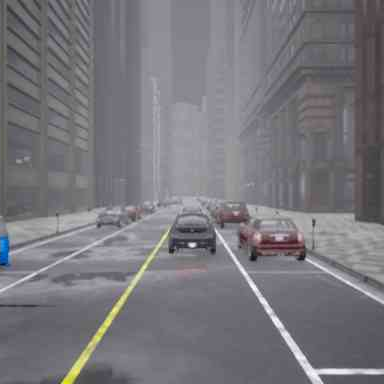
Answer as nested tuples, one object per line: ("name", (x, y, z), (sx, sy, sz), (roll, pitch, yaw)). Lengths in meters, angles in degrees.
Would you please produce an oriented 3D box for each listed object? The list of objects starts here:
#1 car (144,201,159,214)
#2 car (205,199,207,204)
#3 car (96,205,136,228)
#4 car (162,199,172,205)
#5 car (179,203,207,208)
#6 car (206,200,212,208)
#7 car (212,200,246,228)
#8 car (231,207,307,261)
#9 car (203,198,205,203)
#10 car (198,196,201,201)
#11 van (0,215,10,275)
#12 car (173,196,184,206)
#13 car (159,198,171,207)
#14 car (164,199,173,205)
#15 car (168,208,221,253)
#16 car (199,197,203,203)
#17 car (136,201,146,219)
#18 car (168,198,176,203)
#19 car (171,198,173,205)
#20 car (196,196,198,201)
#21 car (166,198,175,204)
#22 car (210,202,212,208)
("car", (-5.629, 1.835, 40.926), (1.967, 1.590, 4.097), (-1, -1, 0))
("car", (3.205, 1.985, 47.836), (1.812, 1.442, 4.674), (0, -1, 0))
("car", (-5.648, 1.784, 24.052), (2.008, 1.369, 4.403), (-1, -1, 0))
("car", (-5.588, 2.252, 74.672), (1.887, 1.381, 4.507), (-1, -1, 0))
("car", (0.036, 1.883, 29.087), (1.895, 1.301, 4.718), (0, -1, 0))
("car", (2.889, 1.781, 35.299), (1.967, 1.590, 4.097), (-1, -1, 0))
("car", (2.875, 1.548, 24.052), (2.192, 1.841, 5.009), (-1, -1, 0))
("car", (2.862, 1.565, 12.803), (1.967, 1.590, 4.097), (-1, -1, 0))
("car", (3.213, 2.051, 54.836), (1.812, 1.442, 4.674), (0, -1, 0))
("car", (2.945, 2.283, 80.463), (1.752, 1.417, 4.829), (-1, 0, 0))
("van", (-5.671, 1.412, 7.181), (1.690, 1.788, 3.998), (-1, -1, 0))
("car", (-2.916, 2.212, 70.961), (2.033, 1.411, 5.357), (0, -1, 0))
("car", (-5.601, 2.171, 63.422), (1.947, 1.339, 4.313), (-1, -1, 0))
("car", (-5.581, 2.301, 80.297), (1.887, 1.381, 4.507), (-1, -1, 0))
("car", (0.021, 1.648, 14.281), (1.837, 1.490, 4.892), (0, 0, 0))
("car", (2.931, 2.239, 69.043), (1.802, 1.307, 4.206), (-1, -1, 0))
("car", (-5.641, 1.832, 29.677), (1.887, 1.381, 4.507), (-1, -1, 0))
("car", (-5.568, 2.404, 91.545), (2.008, 1.369, 4.403), (-1, 0, 0))
("car", (-5.595, 2.201, 69.048), (1.887, 1.381, 4.507), (-1, -1, 0))
("car", (2.958, 2.404, 91.541), (2.008, 1.369, 4.403), (-1, 0, 0))
("car", (-5.574, 2.350, 85.921), (1.887, 1.381, 4.507), (-1, 0, 0))
("car", (2.884, 1.814, 29.844), (1.752, 1.417, 4.829), (-1, -1, 0))
